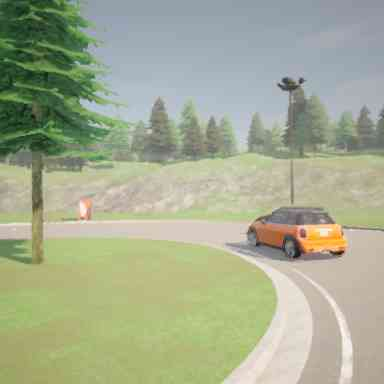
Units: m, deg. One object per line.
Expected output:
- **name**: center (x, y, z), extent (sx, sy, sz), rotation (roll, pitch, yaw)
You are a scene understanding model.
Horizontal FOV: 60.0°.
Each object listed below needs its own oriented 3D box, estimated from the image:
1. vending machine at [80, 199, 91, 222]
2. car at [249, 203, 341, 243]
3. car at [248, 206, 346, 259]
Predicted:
- **vending machine**: center (-10.056, 1.757, 31.368), extent (0.880, 2.100, 1.100), rotation (-1, -1, -10)
- **car**: center (5.473, 1.549, 18.259), extent (2.097, 1.767, 4.553), rotation (0, -1, -31)
- **car**: center (4.009, 1.501, 13.557), extent (2.097, 1.767, 4.553), rotation (-1, -1, -15)
